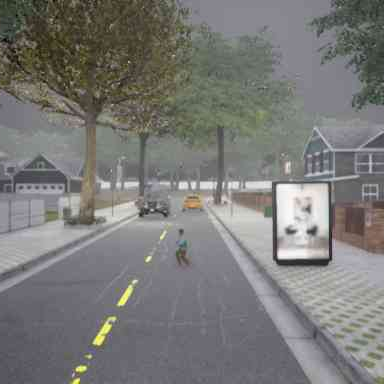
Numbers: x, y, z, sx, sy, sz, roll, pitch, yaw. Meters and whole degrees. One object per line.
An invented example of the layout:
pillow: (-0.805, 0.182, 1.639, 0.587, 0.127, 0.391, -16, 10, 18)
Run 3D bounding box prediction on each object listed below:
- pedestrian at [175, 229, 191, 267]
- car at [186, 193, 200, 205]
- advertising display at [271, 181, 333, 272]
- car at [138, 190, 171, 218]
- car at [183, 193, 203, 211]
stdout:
pedestrian: (-0.249, 1.571, 9.457, 0.500, 1.100, 0.500, 1, 0, -15)
car: (0.067, 0.924, 45.543, 1.812, 1.442, 4.674, 0, 1, 0)
advertising display: (2.990, 0.927, 9.075, 1.540, 2.440, 0.280, -1, 0, 0)
car: (-2.857, 0.908, 26.546, 2.150, 2.045, 5.566, 0, 1, 0)
car: (0.083, 1.057, 34.049, 1.882, 1.535, 5.008, 0, 1, 0)
